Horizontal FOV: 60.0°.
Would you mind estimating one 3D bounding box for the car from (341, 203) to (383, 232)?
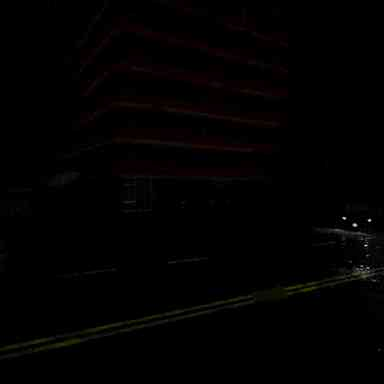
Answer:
[{"bbox_3d":[10.610,1.300,18.369,5.357,1.411,2.033,0,1,-31],"label":"car"}]
